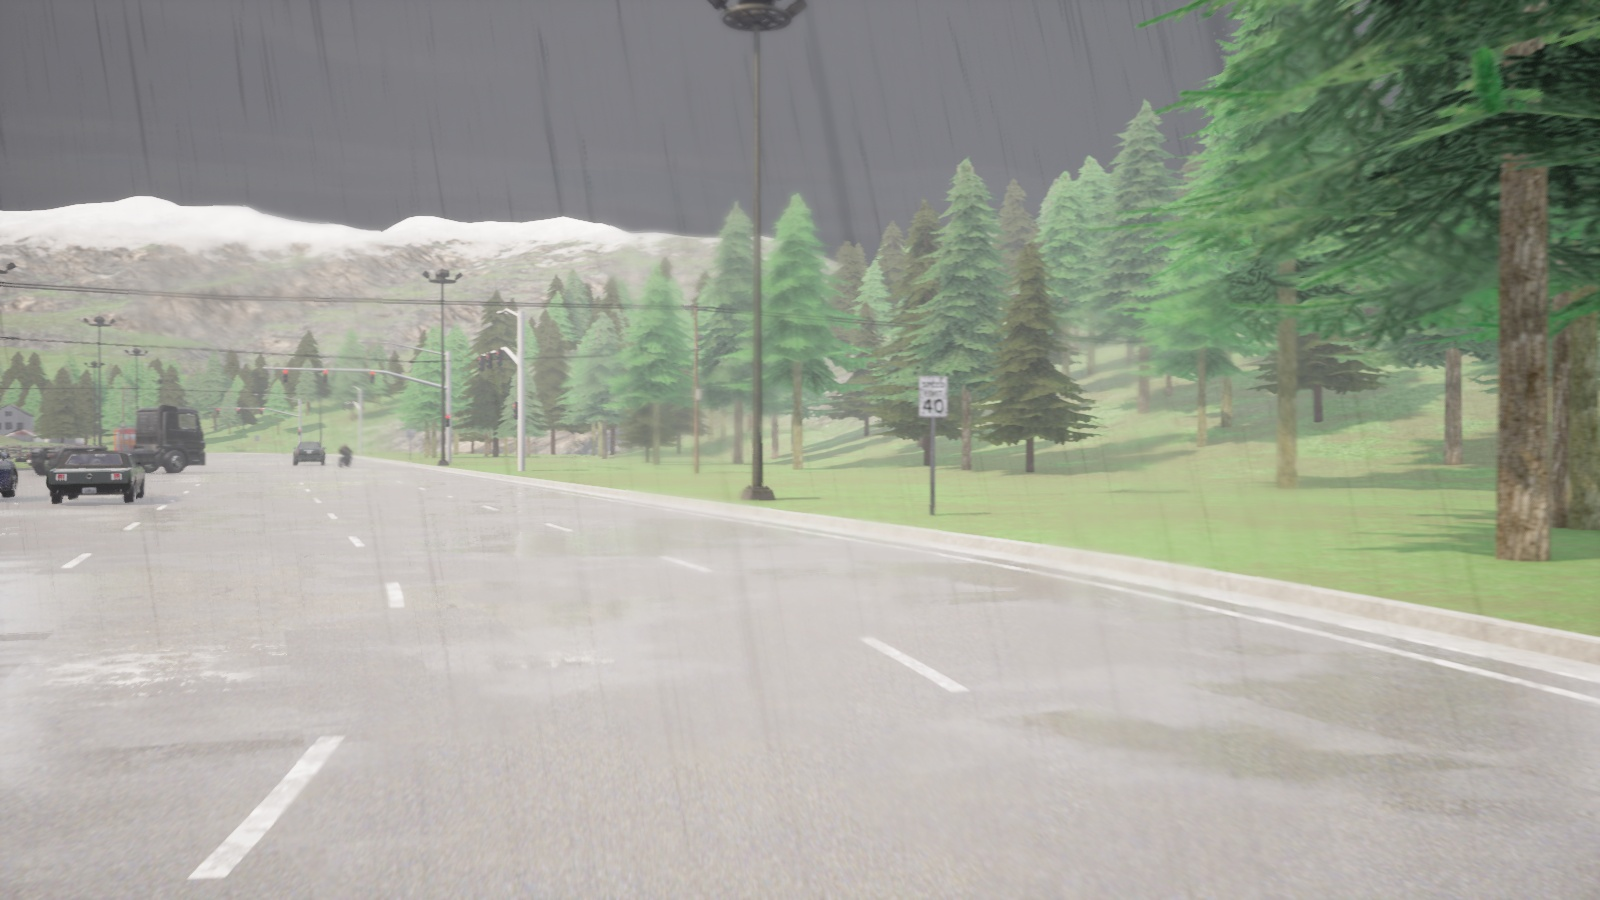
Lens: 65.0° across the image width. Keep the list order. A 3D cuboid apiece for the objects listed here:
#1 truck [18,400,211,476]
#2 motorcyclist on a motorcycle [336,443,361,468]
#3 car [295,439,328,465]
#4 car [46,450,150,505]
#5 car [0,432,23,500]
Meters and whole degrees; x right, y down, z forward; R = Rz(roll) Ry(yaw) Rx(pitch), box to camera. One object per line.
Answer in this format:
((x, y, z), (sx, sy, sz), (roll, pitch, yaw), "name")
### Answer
((-33.545, -0.580, 61.807), (2.891, 3.462, 7.936), (0, 0, 33), "truck")
((-27.860, 0.347, 77.515), (0.866, 1.530, 2.191), (-1, 0, -4), "motorcyclist on a motorcycle")
((-34.281, 0.111, 88.163), (2.097, 1.767, 4.553), (0, 0, -21), "car")
((-18.356, 0.663, 33.014), (1.895, 1.301, 4.718), (0, 0, -23), "car")
((-22.401, 0.418, 33.584), (2.097, 1.767, 4.553), (0, 0, -23), "car")
